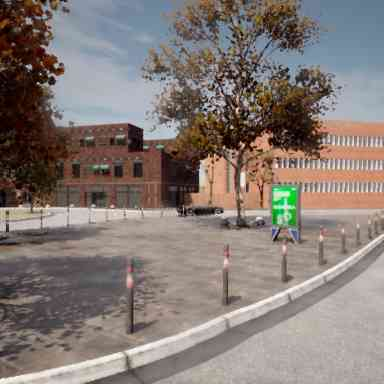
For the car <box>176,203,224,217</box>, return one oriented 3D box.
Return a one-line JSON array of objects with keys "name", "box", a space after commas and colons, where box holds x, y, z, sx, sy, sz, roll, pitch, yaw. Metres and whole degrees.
[{"name": "car", "box": [0.877, 1.810, 34.061, 4.718, 1.301, 1.895, 0, 0, -16]}]
